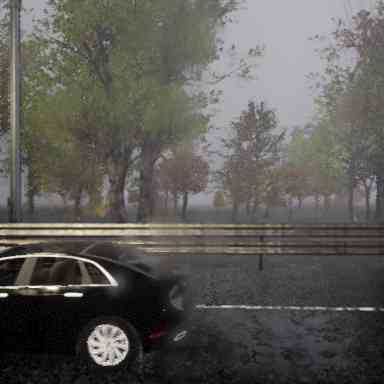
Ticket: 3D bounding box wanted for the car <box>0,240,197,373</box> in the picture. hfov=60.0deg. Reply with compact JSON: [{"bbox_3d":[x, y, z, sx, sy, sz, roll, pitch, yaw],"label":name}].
[{"bbox_3d":[-2.376,1.545,5.145,4.892,1.490,1.837,-1,0,4],"label":"car"}]
